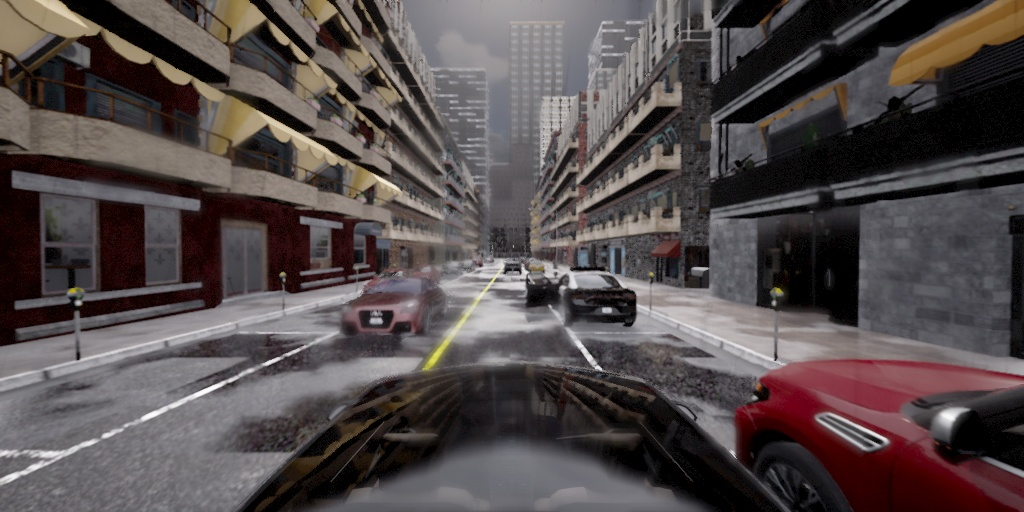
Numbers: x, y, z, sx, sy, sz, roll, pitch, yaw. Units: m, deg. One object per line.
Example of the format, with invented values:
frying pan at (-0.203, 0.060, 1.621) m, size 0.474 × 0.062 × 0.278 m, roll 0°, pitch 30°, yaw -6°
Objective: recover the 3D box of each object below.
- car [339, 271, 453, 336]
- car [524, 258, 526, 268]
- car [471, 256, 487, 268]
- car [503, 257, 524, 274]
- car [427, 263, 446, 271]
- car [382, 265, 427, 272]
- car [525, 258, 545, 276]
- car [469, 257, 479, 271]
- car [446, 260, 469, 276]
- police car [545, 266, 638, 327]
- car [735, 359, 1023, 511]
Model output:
car at (-3.091, 1.284, 10.157) m, size 1.994 × 1.385 × 4.181 m, roll 0°, pitch 0°, yaw 0°
car at (2.722, 1.164, 45.409) m, size 1.948 × 1.339 × 4.313 m, roll 0°, pitch 0°, yaw 0°
car at (-5.650, 0.874, 56.649) m, size 2.192 × 1.841 × 5.009 m, roll 0°, pitch 0°, yaw 0°
car at (0.098, 1.126, 38.870) m, size 1.837 × 1.490 × 4.892 m, roll 0°, pitch 0°, yaw 0°
car at (-5.675, 1.257, 23.036) m, size 1.802 × 1.307 × 4.207 m, roll 0°, pitch 0°, yaw 0°
car at (-5.679, 1.277, 17.434) m, size 1.802 × 1.307 × 4.207 m, roll 0°, pitch 0°, yaw 0°
car at (2.718, 1.143, 39.977) m, size 1.751 × 1.417 × 4.829 m, roll 0°, pitch 0°, yaw 0°
car at (-5.658, 1.148, 45.444) m, size 2.007 × 1.370 × 4.403 m, roll 0°, pitch 0°, yaw 0°
car at (-5.666, 1.187, 34.241) m, size 2.007 × 1.370 × 4.403 m, roll 0°, pitch 0°, yaw 0°
police car at (2.374, 1.140, 11.536) m, size 1.930 × 1.638 × 5.238 m, roll 0°, pitch 0°, yaw 0°
car at (2.689, 1.068, 0.594) m, size 2.192 × 1.841 × 5.009 m, roll 0°, pitch 0°, yaw 0°
